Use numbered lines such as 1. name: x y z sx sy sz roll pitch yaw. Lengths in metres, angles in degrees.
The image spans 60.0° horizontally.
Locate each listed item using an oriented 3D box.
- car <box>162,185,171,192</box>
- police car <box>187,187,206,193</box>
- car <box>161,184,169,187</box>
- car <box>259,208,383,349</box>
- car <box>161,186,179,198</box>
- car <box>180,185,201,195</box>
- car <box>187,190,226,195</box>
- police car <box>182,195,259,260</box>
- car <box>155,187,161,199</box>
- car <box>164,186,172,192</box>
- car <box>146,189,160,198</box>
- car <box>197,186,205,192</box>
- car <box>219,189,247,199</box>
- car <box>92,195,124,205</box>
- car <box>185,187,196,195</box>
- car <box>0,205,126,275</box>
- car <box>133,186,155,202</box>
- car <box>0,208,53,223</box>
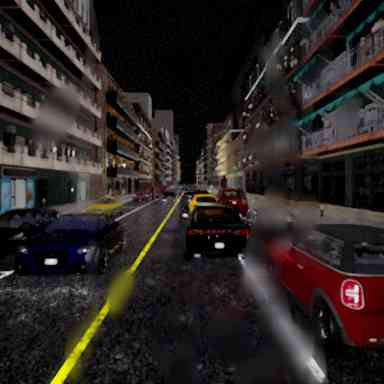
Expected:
1. car: -6.068 -0.773 79.177 1.967 1.590 4.097 0 2 0
2. police car: 0.771 0.665 27.195 1.930 1.638 5.238 0 2 0
3. car: -6.040 -0.740 73.540 2.192 1.841 5.009 0 2 0
4. car: 2.664 1.269 5.970 1.967 1.590 4.097 0 2 0
5. car: -3.324 0.203 50.101 1.895 1.301 4.718 0 2 0
6. car: -0.218 0.154 47.803 2.128 1.511 4.902 0 1 0
7. car: 0.800 0.888 21.089 1.882 1.535 5.008 0 2 0
8. police car: 0.710 1.109 11.207 1.930 1.638 5.238 0 2 0
9. car: -5.905 0.051 45.370 2.192 1.841 5.009 0 2 0
10. car: -6.095 -0.827 84.815 1.887 1.381 4.507 0 2 0
11. car: -5.934 0.160 51.011 1.802 1.307 4.206 0 2 0
12. car: 2.285 -0.834 84.850 1.887 1.381 4.507 0 2 0
13. car: 2.584 0.674 22.869 2.192 1.841 5.009 0 2 0
14. car: -5.797 0.896 22.668 1.752 1.417 4.829 0 2 0
15. car: -0.295 -0.159 61.623 1.994 1.385 4.181 0 2 0
16. car: -3.145 1.302 9.384 1.994 1.385 4.181 0 2 0
17. car: -5.879 0.334 39.739 1.967 1.590 4.097 0 2 0
18. car: -5.744 1.245 11.570 1.947 1.339 4.313 0 2 0
